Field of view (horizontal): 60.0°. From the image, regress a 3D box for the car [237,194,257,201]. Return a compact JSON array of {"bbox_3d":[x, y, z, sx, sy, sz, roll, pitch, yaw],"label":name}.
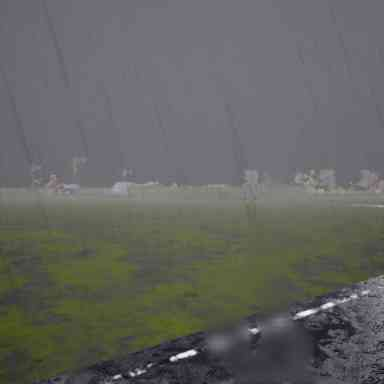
[{"bbox_3d":[11.734,1.163,71.205,1.994,1.385,4.181,-1,0,-40],"label":"car"}]
